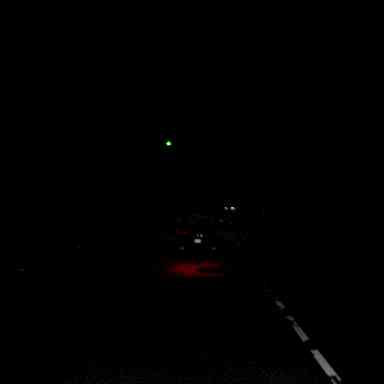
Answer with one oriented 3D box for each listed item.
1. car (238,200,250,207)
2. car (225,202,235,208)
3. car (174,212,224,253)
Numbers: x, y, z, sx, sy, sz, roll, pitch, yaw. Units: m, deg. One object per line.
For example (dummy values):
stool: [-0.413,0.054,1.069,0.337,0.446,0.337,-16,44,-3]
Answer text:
car: [12.351,2.692,78.738,2.097,1.767,4.553,0,-2,19]
car: [9.384,3.060,80.896,1.812,1.442,4.674,0,-2,18]
car: [0.347,1.616,14.371,1.882,1.535,5.008,0,0,3]
